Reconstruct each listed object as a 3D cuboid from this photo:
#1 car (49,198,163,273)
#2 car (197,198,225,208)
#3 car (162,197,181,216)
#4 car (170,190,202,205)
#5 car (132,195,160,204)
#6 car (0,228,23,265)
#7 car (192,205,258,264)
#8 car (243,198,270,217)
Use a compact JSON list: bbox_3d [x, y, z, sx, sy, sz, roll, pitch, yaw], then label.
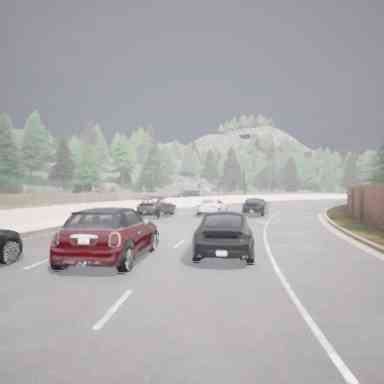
[{"bbox_3d":[-2.492,1.245,10.528,2.097,1.767,4.553,0,1,7],"label":"car"},{"bbox_3d":[1.746,1.269,28.627,1.812,1.442,4.674,0,1,18],"label":"car"},{"bbox_3d":[-2.720,1.241,26.118,2.128,1.511,4.902,0,1,16],"label":"car"},{"bbox_3d":[-0.849,0.774,48.754,2.150,2.045,5.566,0,0,30],"label":"car"},{"bbox_3d":[-7.118,1.098,51.913,1.895,1.301,4.718,0,1,29],"label":"car"},{"bbox_3d":[-6.288,1.391,8.322,2.128,1.511,4.902,0,1,6],"label":"car"},{"bbox_3d":[1.144,1.403,11.465,1.837,1.490,4.892,0,0,8],"label":"car"},{"bbox_3d":[5.578,1.260,28.907,1.837,1.490,4.892,0,0,20],"label":"car"}]
